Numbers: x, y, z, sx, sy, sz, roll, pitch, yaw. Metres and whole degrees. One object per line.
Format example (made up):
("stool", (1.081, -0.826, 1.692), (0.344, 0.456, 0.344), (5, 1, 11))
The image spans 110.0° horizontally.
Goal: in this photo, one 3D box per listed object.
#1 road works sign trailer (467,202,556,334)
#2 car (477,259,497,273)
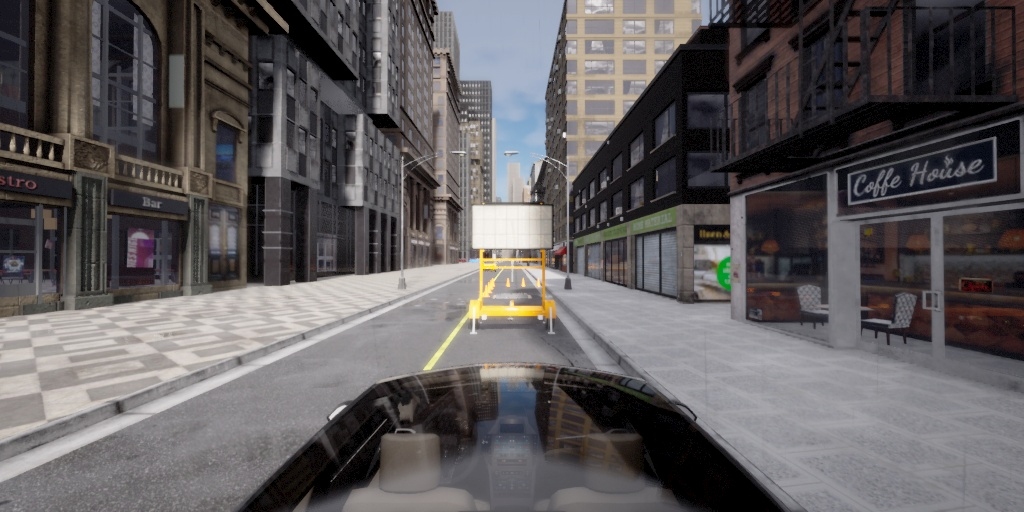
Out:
("road works sign trailer", (0.013, 0.216, 10.604), (2.380, 3.560, 2.880), (0, 0, 0))
("car", (-2.970, 1.276, 45.088), (1.882, 1.535, 5.008), (0, 0, 0))
